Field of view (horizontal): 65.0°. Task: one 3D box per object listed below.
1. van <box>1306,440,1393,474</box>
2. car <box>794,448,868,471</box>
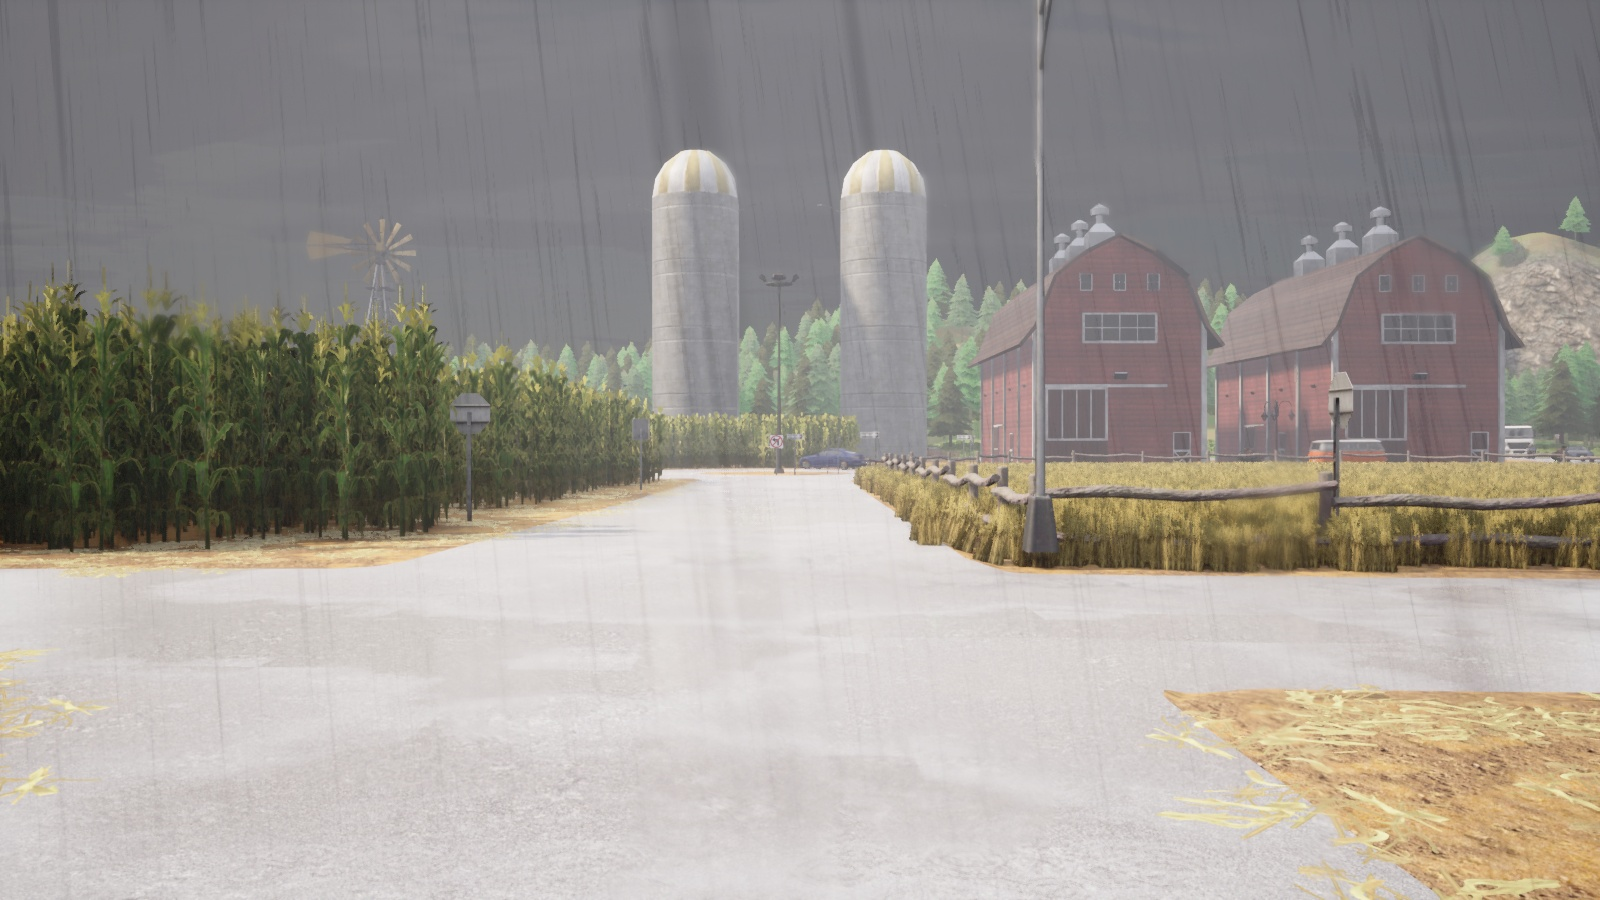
[{"bbox_3d":[32.792,0.422,74.981,4.442,1.987,1.775,0,0,-3],"label":"van"},{"bbox_3d":[2.069,0.624,83.910,4.674,1.442,1.812,0,0,29],"label":"car"}]
